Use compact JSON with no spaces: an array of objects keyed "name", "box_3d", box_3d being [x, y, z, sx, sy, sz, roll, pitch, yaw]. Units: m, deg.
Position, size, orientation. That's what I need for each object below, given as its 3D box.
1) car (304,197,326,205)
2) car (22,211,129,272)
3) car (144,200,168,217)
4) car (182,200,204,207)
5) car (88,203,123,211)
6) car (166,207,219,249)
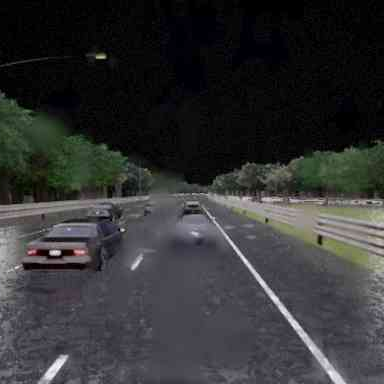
[{"name":"car","box_3d":[24.502,1.835,66.490,1.882,1.535,5.008,0,0,-22]},{"name":"car","box_3d":[-3.401,1.563,10.777,2.033,1.411,5.357,0,0,0]},{"name":"car","box_3d":[-3.403,1.553,31.893,2.128,1.511,4.902,0,0,0]},{"name":"car","box_3d":[0.097,1.567,32.029,1.837,1.490,4.892,0,0,0]},{"name":"car","box_3d":[-6.904,1.596,26.844,2.033,1.411,5.357,0,0,0]},{"name":"car","box_3d":[0.098,1.587,14.769,1.994,1.385,4.181,0,0,0]}]
